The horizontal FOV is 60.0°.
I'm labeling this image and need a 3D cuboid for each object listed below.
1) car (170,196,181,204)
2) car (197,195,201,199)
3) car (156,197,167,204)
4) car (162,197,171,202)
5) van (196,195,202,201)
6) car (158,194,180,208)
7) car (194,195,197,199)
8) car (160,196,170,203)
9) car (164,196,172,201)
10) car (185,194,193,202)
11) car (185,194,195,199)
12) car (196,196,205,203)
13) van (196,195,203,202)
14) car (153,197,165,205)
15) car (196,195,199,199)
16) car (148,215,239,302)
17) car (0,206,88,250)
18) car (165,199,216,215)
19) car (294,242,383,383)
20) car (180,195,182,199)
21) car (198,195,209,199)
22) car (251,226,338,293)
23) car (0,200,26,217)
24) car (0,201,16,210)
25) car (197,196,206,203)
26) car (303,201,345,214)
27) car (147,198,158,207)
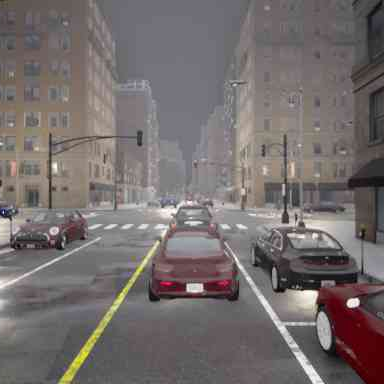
[{"bbox_3d":[-3.520,1.727,72.721,2.128,1.511,4.902,0,0,-1],"label":"car"},{"bbox_3d":[2.330,1.708,58.103,1.947,1.339,4.313,0,0,-1],"label":"car"},{"bbox_3d":[-6.330,1.767,69.019,1.802,1.307,4.206,0,0,-1],"label":"car"},{"bbox_3d":[-6.531,1.847,85.542,1.802,1.307,4.206,0,0,-1],"label":"car"},{"bbox_3d":[1.928,1.637,91.145,1.690,1.788,3.998,0,0,-1],"label":"van"},{"bbox_3d":[-3.334,1.333,49.256,2.150,2.045,5.566,0,0,-1],"label":"car"},{"bbox_3d":[2.197,1.500,69.118,2.192,1.841,5.009,0,0,-1],"label":"car"},{"bbox_3d":[-6.463,1.676,80.035,1.967,1.590,4.097,0,0,-1],"label":"car"},{"bbox_3d":[-6.598,1.862,91.050,1.947,1.339,4.313,0,0,-1],"label":"car"},{"bbox_3d":[-0.731,1.515,90.040,2.150,2.045,5.566,0,0,-1],"label":"car"},{"bbox_3d":[-0.600,1.458,79.322,2.150,2.045,5.566,0,0,-1],"label":"car"},{"bbox_3d":[2.062,1.677,80.130,1.967,1.590,4.097,0,0,-1],"label":"car"},{"bbox_3d":[1.995,1.607,85.638,1.690,1.788,3.998,0,0,-1],"label":"van"},{"bbox_3d":[-6.262,1.706,63.512,1.887,1.381,4.507,0,0,-1],"label":"car"},{"bbox_3d":[2.261,1.689,63.780,1.752,1.417,4.829,0,0,-1],"label":"car"},{"bbox_3d":[0.013,1.541,8.206,1.812,1.442,4.674,0,0,-1],"label":"car"},{"bbox_3d":[-5.889,1.466,14.136,1.967,1.590,4.097,0,0,0],"label":"car"},{"bbox_3d":[0.056,1.381,15.511,2.097,1.767,4.553,0,0,0],"label":"car"},{"bbox_3d":[2.667,1.550,3.179,1.887,1.381,4.507,0,0,0],"label":"car"},{"bbox_3d":[-3.443,1.715,60.689,1.994,1.385,4.181,0,0,0],"label":"car"},{"bbox_3d":[2.397,1.667,52.597,1.887,1.381,4.507,0,0,-1],"label":"car"},{"bbox_3d":[2.651,1.566,8.671,2.008,1.369,4.403,0,0,0],"label":"car"},{"bbox_3d":[-18.051,1.460,30.105,4.902,1.511,2.128,0,-1,0],"label":"car"},{"bbox_3d":[-17.173,1.163,26.866,5.566,2.045,2.150,0,-1,0],"label":"car"},{"bbox_3d":[2.128,1.650,74.625,1.967,1.590,4.097,0,0,-1],"label":"car"},{"bbox_3d":[14.610,1.702,37.092,4.674,1.442,1.812,0,-1,1],"label":"car"},{"bbox_3d":[-6.128,1.673,52.496,2.008,1.369,4.403,0,0,-1],"label":"car"}]
